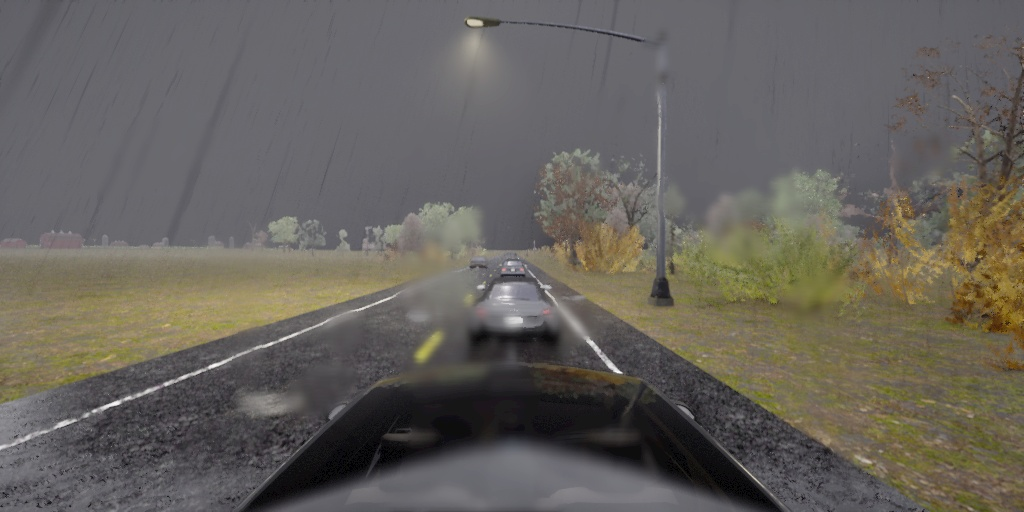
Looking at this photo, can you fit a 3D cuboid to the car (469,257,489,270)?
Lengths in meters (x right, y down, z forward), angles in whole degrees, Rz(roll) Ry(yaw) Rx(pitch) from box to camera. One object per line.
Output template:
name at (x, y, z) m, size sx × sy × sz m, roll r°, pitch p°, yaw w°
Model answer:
car at (-3.616, 0.785, 40.208) m, size 2.033 × 1.411 × 5.357 m, roll 0°, pitch 1°, yaw 0°

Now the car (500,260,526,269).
car at (0.073, 0.965, 26.810) m, size 2.033 × 1.411 × 5.357 m, roll 0°, pitch 1°, yaw 0°

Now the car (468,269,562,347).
car at (0.068, 1.218, 9.042) m, size 1.994 × 1.385 × 4.181 m, roll 0°, pitch 1°, yaw 0°
